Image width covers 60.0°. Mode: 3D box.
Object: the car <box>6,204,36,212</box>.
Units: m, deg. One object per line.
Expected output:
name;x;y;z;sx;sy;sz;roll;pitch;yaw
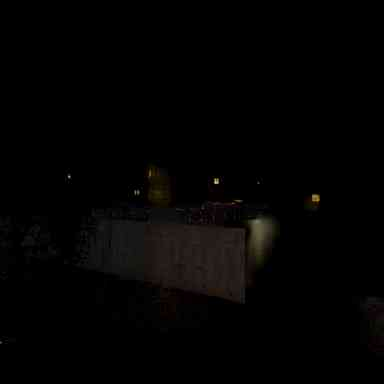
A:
car;-13.554;1.470;23.721;2.033;1.411;5.357;4;2;38

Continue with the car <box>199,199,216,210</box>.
car;2.890;1.597;41.645;4.674;1.442;1.812;0;3;-42

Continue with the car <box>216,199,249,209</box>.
car;5.655;1.700;40.178;5.008;1.535;1.882;1;2;-42

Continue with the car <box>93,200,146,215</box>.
car;-6.809;1.506;31.970;2.033;1.411;5.357;4;2;42
